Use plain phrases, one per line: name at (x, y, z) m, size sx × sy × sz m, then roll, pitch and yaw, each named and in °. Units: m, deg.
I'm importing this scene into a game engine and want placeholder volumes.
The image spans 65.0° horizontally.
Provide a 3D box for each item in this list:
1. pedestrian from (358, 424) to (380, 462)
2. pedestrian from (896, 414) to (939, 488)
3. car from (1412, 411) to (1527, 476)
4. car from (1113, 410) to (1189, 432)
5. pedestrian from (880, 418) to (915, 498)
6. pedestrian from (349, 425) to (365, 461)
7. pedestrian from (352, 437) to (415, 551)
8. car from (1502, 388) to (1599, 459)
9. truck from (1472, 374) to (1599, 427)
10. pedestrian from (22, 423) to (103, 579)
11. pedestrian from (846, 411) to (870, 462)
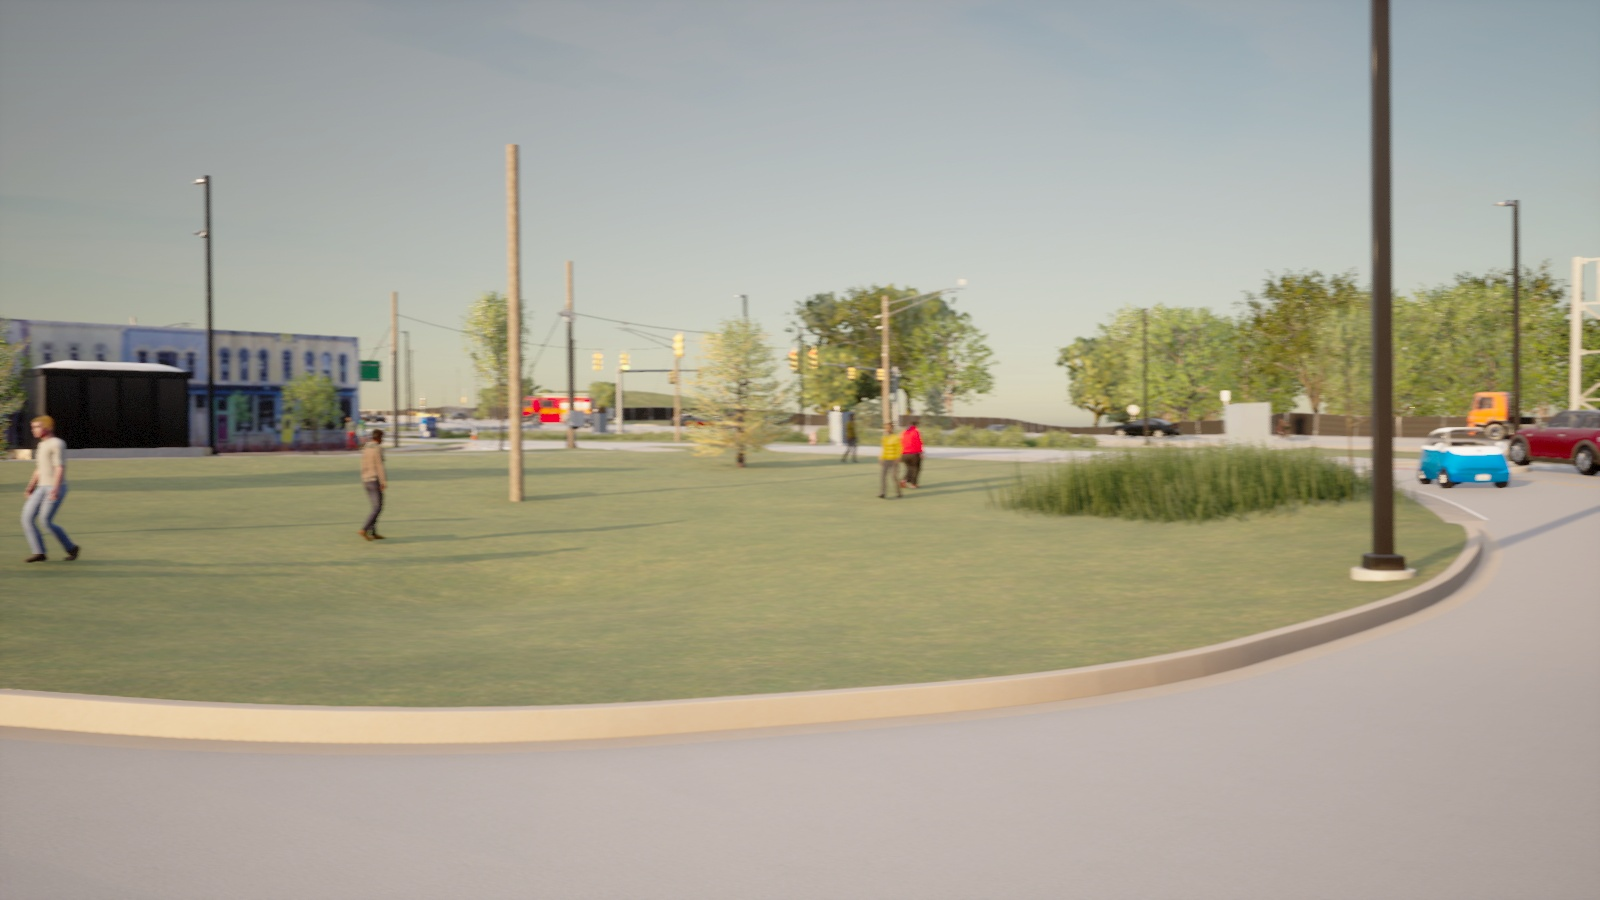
pedestrian at (-22.725, -0.358, 66.182) m, size 0.873 × 1.952 × 0.659 m, roll -2°, pitch 1°, yaw -34°
pedestrian at (3.004, 0.015, 32.030) m, size 0.634 × 1.844 × 0.899 m, roll -1°, pitch 1°, yaw 40°
car at (15.245, -0.164, 28.688) m, size 1.481 × 1.376 × 2.207 m, roll -2°, pitch 1°, yaw 2°
car at (25.684, -2.111, 92.015) m, size 5.008 × 1.535 × 1.882 m, roll 1°, pitch 2°, yaw 43°
pedestrian at (2.281, 0.184, 29.368) m, size 0.431 × 1.840 × 0.709 m, roll -1°, pitch 1°, yaw 40°
pedestrian at (-22.815, -0.348, 64.688) m, size 0.353 × 1.847 × 0.614 m, roll -1°, pitch 1°, yaw 33°
pedestrian at (-6.795, 0.700, 20.511) m, size 0.328 × 1.805 × 0.869 m, roll -1°, pitch 1°, yaw 39°
car at (21.318, -0.746, 33.896) m, size 2.097 × 1.767 × 4.553 m, roll 2°, pitch 3°, yaw 0°
truck at (50.208, -3.323, 85.057) m, size 7.936 × 3.462 × 2.891 m, roll 1°, pitch 2°, yaw 34°
pedestrian at (-8.937, 0.603, 15.228) m, size 0.354 × 1.836 × 0.706 m, roll -1°, pitch 1°, yaw 34°
pedestrian at (2.089, -0.486, 45.431) m, size 0.431 × 1.840 × 0.709 m, roll -2°, pitch 1°, yaw -41°
